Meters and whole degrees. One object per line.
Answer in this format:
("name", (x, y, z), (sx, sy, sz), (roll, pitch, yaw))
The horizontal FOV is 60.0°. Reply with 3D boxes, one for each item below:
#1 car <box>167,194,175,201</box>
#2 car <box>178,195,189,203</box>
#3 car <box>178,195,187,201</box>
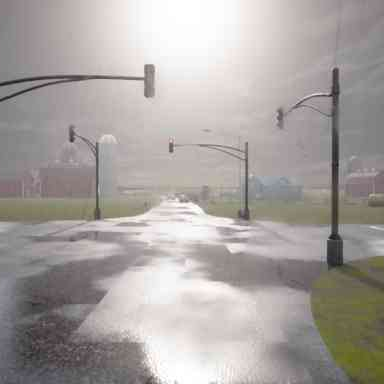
("car", (-4.676, 1.182, 73.890), (1.812, 1.442, 4.674), (0, 0, -3))
("car", (-1.690, 1.624, 69.889), (1.895, 1.301, 4.718), (0, 0, -3))
("car", (-2.297, 1.463, 79.874), (1.837, 1.490, 4.892), (0, 0, -4))
